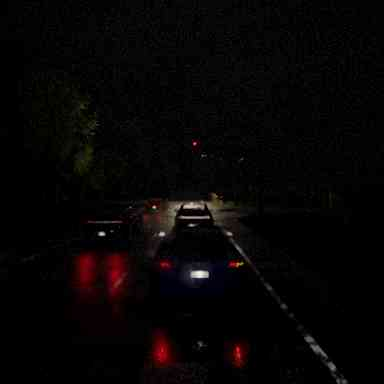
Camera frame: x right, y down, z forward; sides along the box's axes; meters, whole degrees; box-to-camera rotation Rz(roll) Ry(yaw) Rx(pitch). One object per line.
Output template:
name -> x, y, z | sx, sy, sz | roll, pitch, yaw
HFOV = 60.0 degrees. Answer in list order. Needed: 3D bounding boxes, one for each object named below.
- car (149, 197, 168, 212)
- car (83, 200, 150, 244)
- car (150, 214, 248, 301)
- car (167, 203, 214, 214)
car -> -3.416, 1.185, 32.453 | 1.812, 1.442, 4.674 | 0, 1, 0
car -> -3.408, 1.335, 14.997 | 2.128, 1.511, 4.902 | 0, 1, 0
car -> 0.102, 1.478, 8.173 | 1.994, 1.385, 4.181 | 0, 1, -1
car -> 0.094, 1.312, 17.131 | 2.128, 1.511, 4.902 | 0, 1, 0
